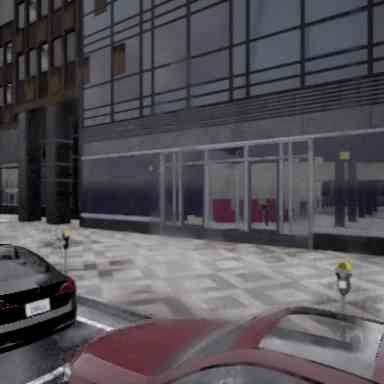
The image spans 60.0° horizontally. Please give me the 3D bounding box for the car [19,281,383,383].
[{"bbox_3d":[0.730,1.581,2.444,4.206,1.307,1.802,0,0,35],"label":"car"}]

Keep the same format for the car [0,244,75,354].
[{"bbox_3d":[-3.738,1.569,5.628,4.313,1.339,1.947,0,0,35],"label":"car"}]
